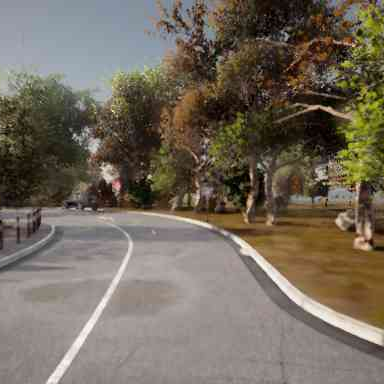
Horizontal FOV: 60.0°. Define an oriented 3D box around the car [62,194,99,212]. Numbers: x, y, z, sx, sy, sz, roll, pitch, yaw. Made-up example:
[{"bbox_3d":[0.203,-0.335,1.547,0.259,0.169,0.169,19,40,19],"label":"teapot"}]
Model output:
[{"bbox_3d":[-13.630,1.309,40.641,5.566,2.045,2.150,0,0,39],"label":"car"}]
